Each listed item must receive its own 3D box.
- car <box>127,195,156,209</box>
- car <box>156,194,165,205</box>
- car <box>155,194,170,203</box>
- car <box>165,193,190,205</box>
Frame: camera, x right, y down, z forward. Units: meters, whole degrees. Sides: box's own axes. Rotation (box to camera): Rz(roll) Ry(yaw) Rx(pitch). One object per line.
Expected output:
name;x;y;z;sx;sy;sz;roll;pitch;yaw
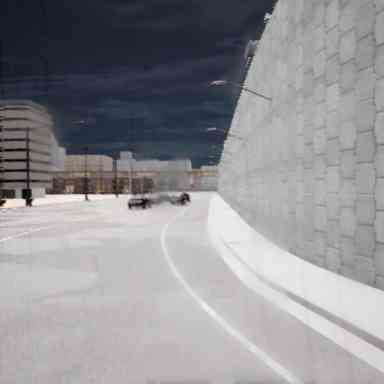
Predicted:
car;-5.866;1.116;37.339;2.128;1.511;4.902;0;1;4
car;-5.360;1.121;46.714;1.895;1.301;4.718;0;1;3
car;-4.862;0.986;55.419;1.994;1.385;4.181;0;1;3
car;-1.916;1.002;45.650;2.128;1.511;4.902;0;1;3
